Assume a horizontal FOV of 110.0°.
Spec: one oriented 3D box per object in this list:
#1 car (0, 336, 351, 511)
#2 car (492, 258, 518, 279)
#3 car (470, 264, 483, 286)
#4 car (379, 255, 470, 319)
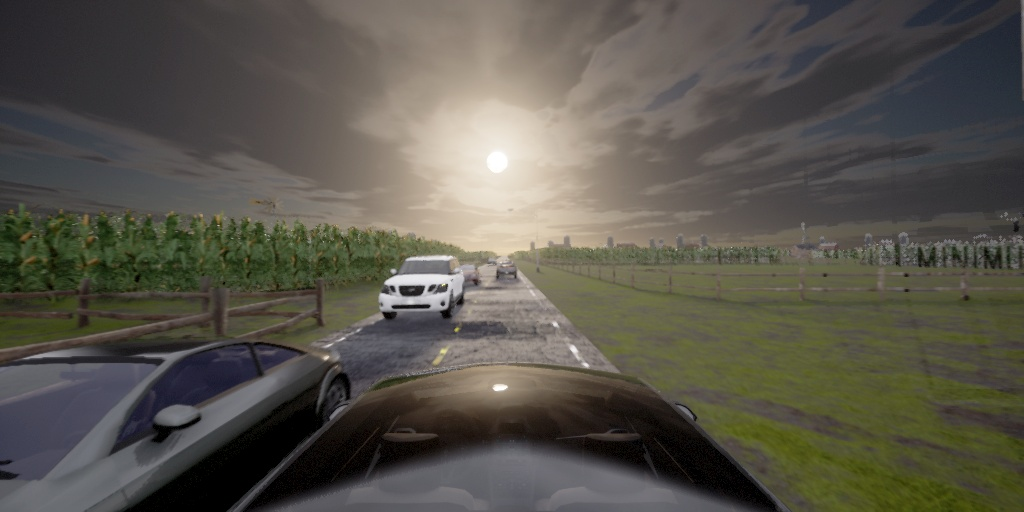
[{"bbox_3d":[-2.832,1.346,2.482,1.994,1.385,4.181,-1,0,-1],"label":"car"},{"bbox_3d":[-0.477,1.226,32.761,2.128,1.511,4.902,-1,0,-1],"label":"car"},{"bbox_3d":[-3.238,1.299,25.787,1.812,1.442,4.674,-1,0,-1],"label":"car"},{"bbox_3d":[-3.032,1.001,13.321,2.150,2.045,5.566,-1,0,-1],"label":"car"}]
